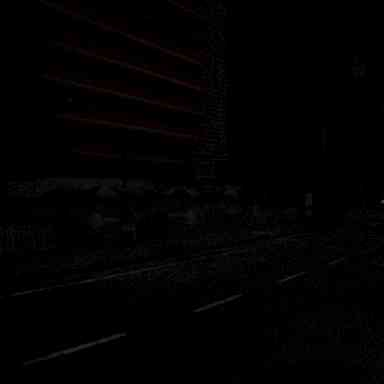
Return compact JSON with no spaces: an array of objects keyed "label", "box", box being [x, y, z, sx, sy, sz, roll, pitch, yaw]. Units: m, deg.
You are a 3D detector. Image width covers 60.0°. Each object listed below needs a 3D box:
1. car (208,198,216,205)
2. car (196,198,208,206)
[{"label":"car","box":[2.357,1.835,64.195,2.128,1.511,4.902,0,0,-44]},{"label":"car","box":[-0.148,1.890,61.751,2.033,1.411,5.357,0,0,-44]}]
